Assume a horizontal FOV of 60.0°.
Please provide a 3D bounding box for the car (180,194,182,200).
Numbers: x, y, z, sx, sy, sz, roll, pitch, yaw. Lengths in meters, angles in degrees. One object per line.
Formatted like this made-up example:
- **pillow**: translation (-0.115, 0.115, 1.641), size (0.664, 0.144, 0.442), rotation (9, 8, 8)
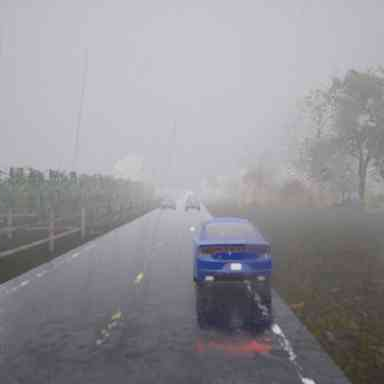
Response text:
- **car**: translation (-2.780, 1.366, 84.732), size (1.882, 1.535, 5.008), rotation (0, 0, 0)

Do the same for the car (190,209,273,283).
- **car**: translation (0.964, 1.476, 9.735), size (1.882, 1.535, 5.008), rotation (0, 0, 0)

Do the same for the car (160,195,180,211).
- **car**: translation (-2.837, 1.475, 40.846), size (1.837, 1.490, 4.892), rotation (0, 1, 0)

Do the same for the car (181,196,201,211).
- **car**: translation (0.095, 1.518, 40.931), size (2.033, 1.411, 5.357), rotation (0, 0, 0)

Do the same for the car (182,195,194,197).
- **car**: translation (0.006, 1.309, 50.968), size (2.097, 1.767, 4.553), rotation (0, 0, 0)
